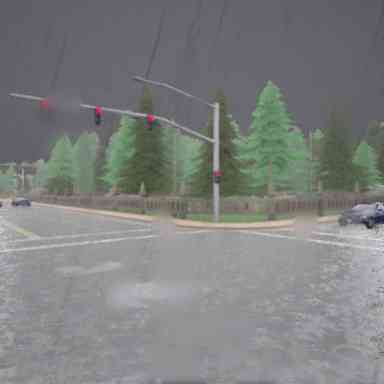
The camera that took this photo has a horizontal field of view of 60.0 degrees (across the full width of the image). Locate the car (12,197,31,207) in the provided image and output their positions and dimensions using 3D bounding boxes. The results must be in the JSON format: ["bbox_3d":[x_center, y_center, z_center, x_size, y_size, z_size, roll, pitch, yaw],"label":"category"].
[{"bbox_3d":[-24.122,1.390,47.015,1.812,1.442,4.674,0,0,-37],"label":"car"}]

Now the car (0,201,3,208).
[{"bbox_3d":[-26.845,1.451,44.814,1.994,1.385,4.181,0,0,-37],"label":"car"}]

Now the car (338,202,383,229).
[{"bbox_3d":[10.963,1.377,20.559,4.674,1.442,1.812,0,0,-36],"label":"car"}]
